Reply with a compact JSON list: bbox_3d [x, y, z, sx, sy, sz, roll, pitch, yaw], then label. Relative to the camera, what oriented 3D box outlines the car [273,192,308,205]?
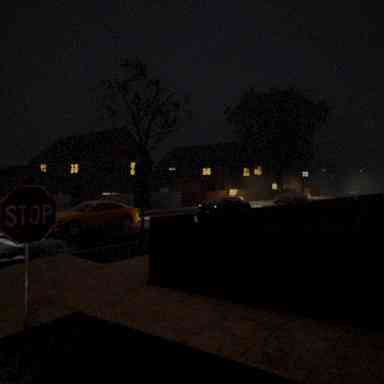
[{"bbox_3d":[10.508,0.734,35.062,2.033,1.411,5.357,2,2,41],"label":"car"}]

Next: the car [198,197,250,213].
[{"bbox_3d":[2.530,1.055,25.738,1.895,1.301,4.718,2,2,41],"label":"car"}]

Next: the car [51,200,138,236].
[{"bbox_3d":[-5.020,1.185,16.889,1.882,1.535,5.008,2,2,40],"label":"car"}]
